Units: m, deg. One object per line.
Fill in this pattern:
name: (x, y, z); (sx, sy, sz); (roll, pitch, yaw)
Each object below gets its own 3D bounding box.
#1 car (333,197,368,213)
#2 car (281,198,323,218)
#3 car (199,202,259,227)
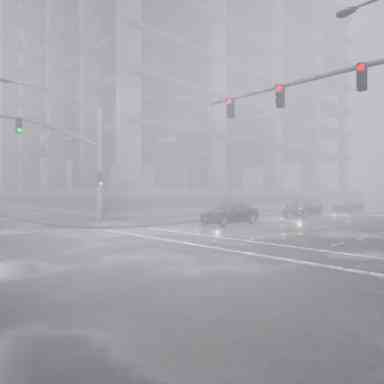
car: (17.699, 1.598, 37.480); (4.718, 1.301, 1.895); (0, 0, -44)
car: (10.042, 1.351, 30.166); (4.553, 1.767, 2.097); (0, 0, -44)
car: (2.647, 1.479, 23.099); (5.008, 1.535, 1.882); (0, 0, -44)
